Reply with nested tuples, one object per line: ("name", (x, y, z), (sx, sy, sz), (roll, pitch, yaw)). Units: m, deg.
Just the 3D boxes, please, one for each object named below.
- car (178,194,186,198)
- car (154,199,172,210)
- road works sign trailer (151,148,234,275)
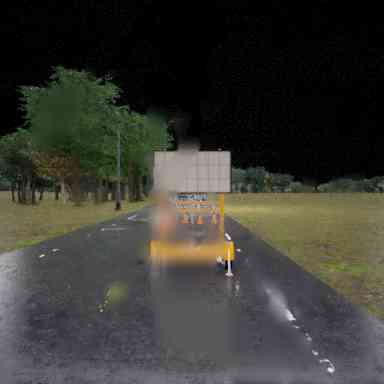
("car", (-2.678, 0.998, 89.767), (1.994, 1.385, 4.181), (0, 1, 1))
("car", (-3.433, 1.483, 39.950), (1.895, 1.301, 4.718), (0, 0, 0))
("road works sign trailer", (0.010, 0.445, 10.314), (2.380, 3.560, 2.880), (0, 0, 0))
